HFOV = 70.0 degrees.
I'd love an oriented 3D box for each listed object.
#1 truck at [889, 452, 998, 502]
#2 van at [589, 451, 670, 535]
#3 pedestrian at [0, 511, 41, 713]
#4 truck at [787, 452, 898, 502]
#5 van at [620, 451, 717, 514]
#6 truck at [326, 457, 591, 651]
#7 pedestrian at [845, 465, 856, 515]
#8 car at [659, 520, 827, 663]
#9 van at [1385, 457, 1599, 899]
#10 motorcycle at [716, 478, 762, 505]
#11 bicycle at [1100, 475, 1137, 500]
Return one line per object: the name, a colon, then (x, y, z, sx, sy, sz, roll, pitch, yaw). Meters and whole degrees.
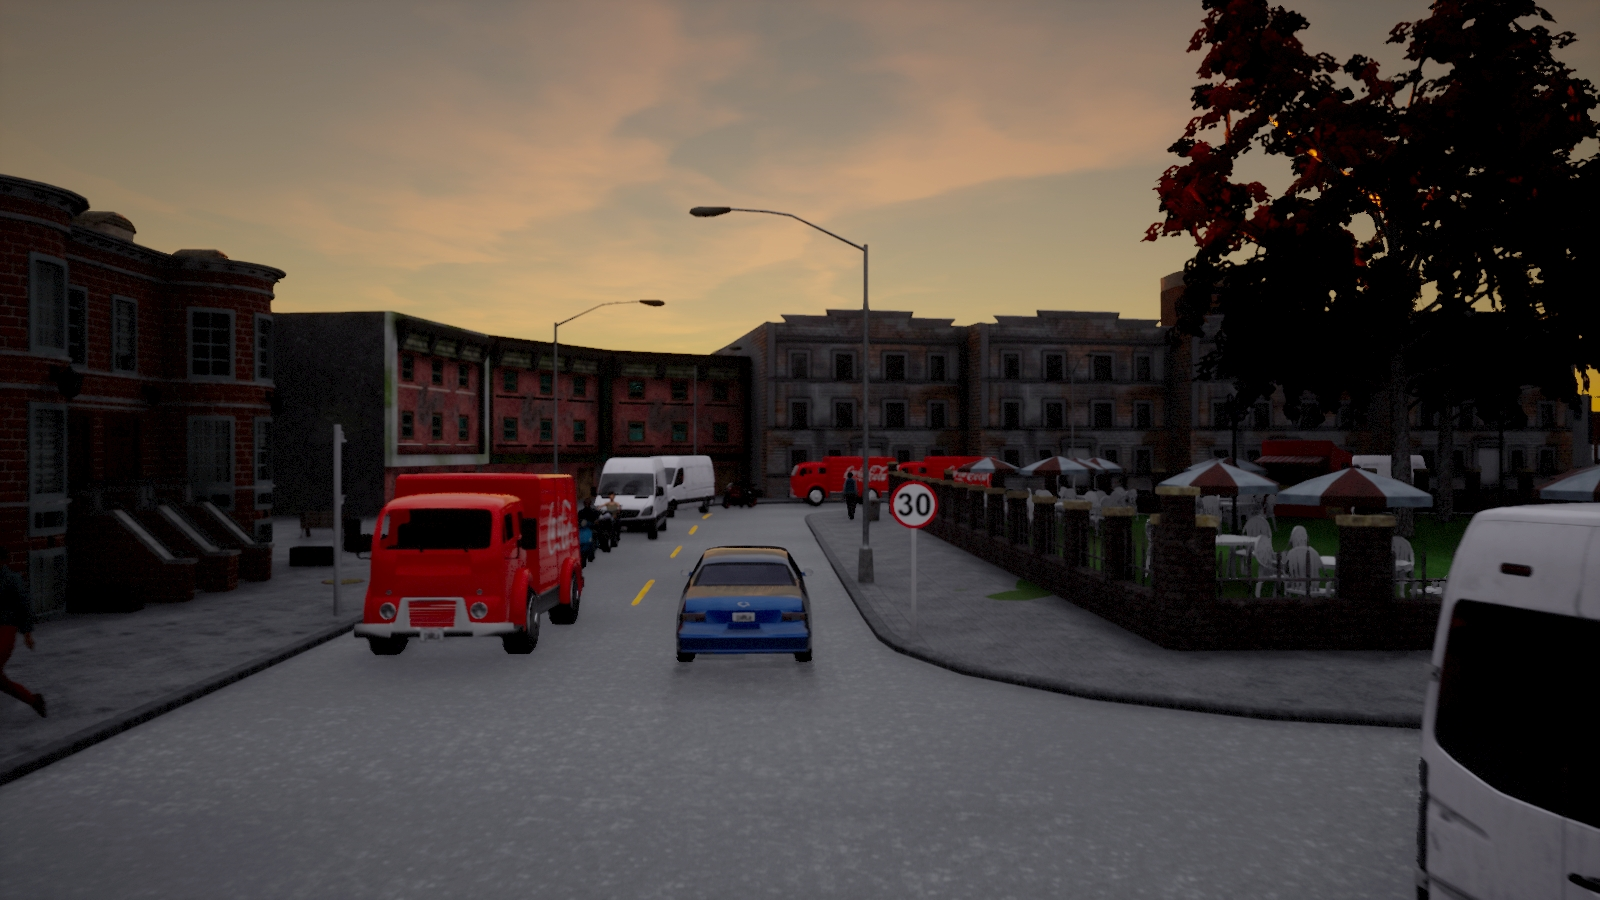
truck: (7.299, 1.347, 58.561, 5.204, 2.467, 2.627, 0, 0, -3)
van: (-5.561, 1.314, 37.969, 1.988, 2.561, 5.915, 0, 0, -2)
pedestrian: (-7.571, 1.526, 10.923, 0.375, 1.860, 0.375, 0, 0, 16)
truck: (2.107, 1.348, 58.117, 5.204, 2.467, 2.627, 0, 0, -9)
van: (-5.597, 1.315, 49.538, 1.988, 2.561, 5.915, 0, 0, 17)
truck: (-4.819, 1.361, 17.179, 2.627, 2.467, 5.204, 0, -1, -3)
pedestrian: (1.947, 1.523, 43.645, 0.375, 1.860, 0.375, 0, 0, 10)
car: (-0.786, 1.886, 16.586, 2.033, 1.411, 5.357, 0, 0, -2)
van: (6.020, 1.314, 5.365, 5.915, 2.561, 1.988, 0, 0, -13)
motorcycle: (-2.932, 1.986, 55.182, 2.209, 1.251, 0.867, 0, 0, -44)
bicycle: (16.408, 1.939, 58.911, 1.835, 1.271, 0.329, 0, 0, -2)
